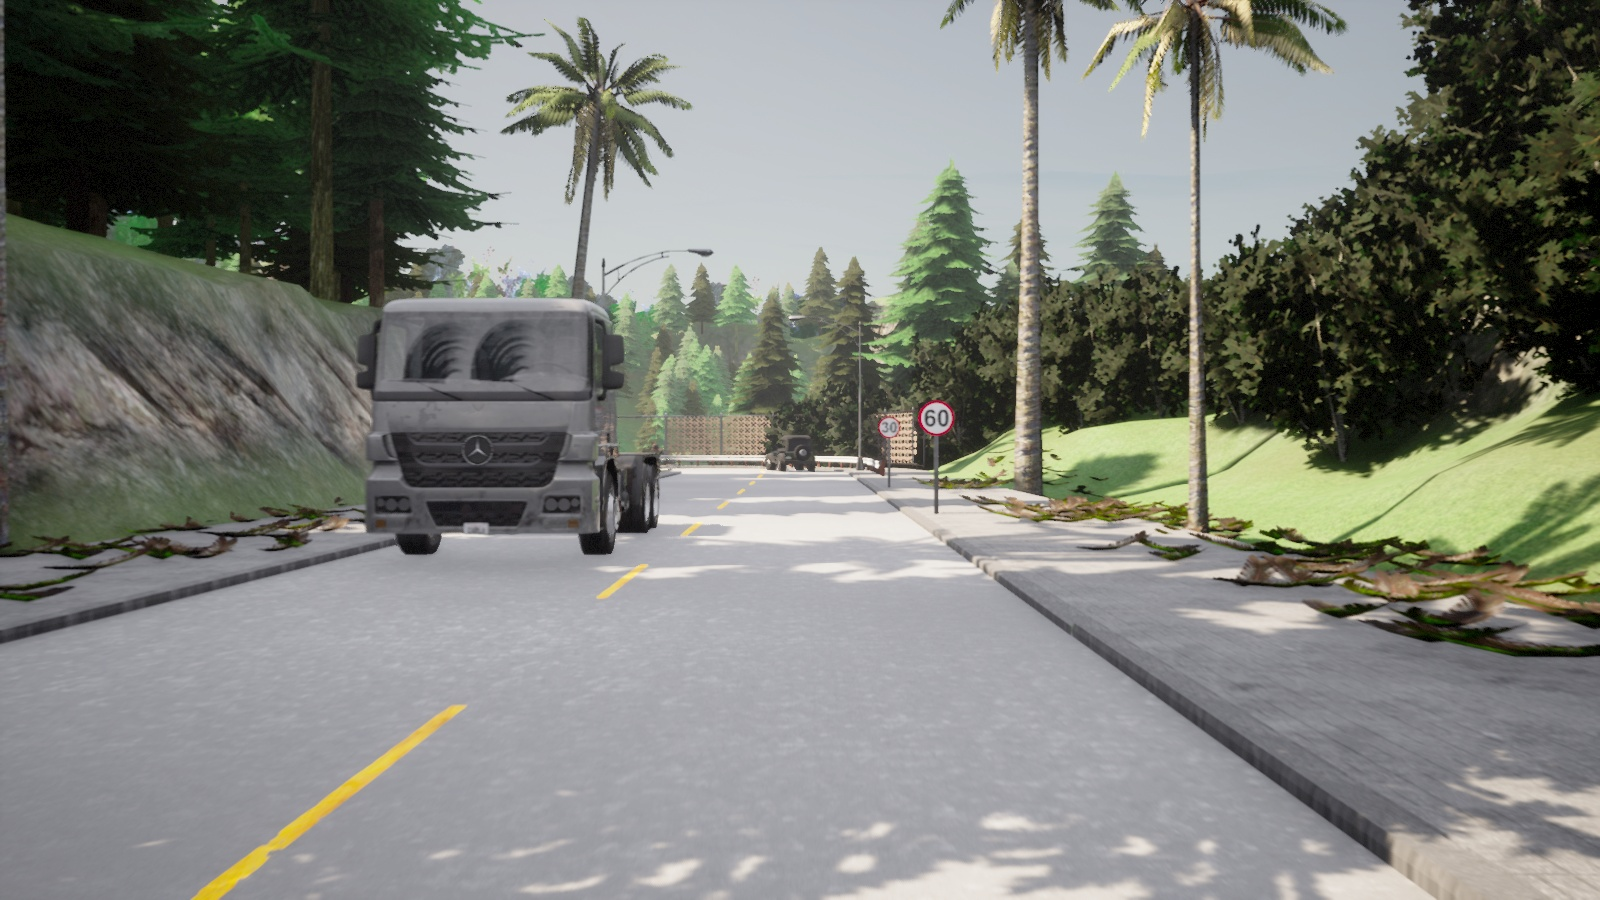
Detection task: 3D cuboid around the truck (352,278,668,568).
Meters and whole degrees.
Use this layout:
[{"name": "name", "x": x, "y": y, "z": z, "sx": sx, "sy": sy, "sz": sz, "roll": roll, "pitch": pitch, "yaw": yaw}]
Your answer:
[{"name": "truck", "x": -3.879, "y": -0.345, "z": 18.950, "sx": 2.891, "sy": 3.462, "sz": 7.936, "roll": 0, "pitch": 0, "yaw": 0}]

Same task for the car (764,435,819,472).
[{"name": "car", "x": -0.491, "y": 0.172, "z": 65.963, "sx": 1.905, "sy": 1.878, "sz": 3.866, "roll": 0, "pitch": 0, "yaw": -16}]
